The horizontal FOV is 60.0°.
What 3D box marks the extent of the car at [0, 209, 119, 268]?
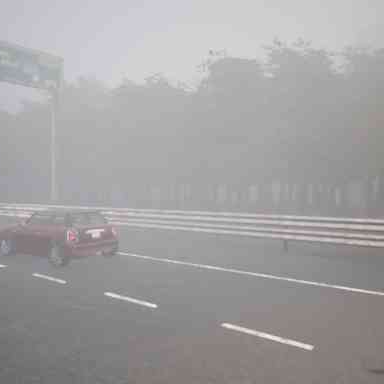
[{"bbox_3d":[-4.696,1.352,11.519,4.553,1.767,2.097,0,0,36],"label":"car"}]
